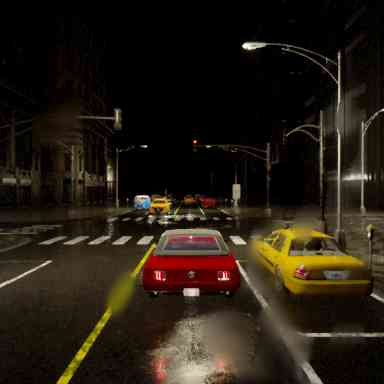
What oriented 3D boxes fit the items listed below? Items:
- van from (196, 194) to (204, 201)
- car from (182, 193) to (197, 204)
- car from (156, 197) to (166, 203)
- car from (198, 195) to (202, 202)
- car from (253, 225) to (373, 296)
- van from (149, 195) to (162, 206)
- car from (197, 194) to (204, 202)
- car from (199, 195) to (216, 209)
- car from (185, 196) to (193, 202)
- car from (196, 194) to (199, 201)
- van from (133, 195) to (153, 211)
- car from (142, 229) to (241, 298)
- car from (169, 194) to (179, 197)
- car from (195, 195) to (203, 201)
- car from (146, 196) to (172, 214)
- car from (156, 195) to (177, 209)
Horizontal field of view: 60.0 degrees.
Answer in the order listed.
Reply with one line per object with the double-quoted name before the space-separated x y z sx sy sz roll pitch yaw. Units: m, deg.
"van" 2.031 1.399 85.157 1.690 1.788 3.998 0 0 -1
"car" -0.566 1.516 65.750 1.882 1.535 5.008 0 0 -1
"car" -6.366 1.623 68.523 1.802 1.307 4.206 0 0 0
"car" 2.329 1.569 52.005 1.887 1.381 4.507 0 0 0
"car" 2.700 1.526 8.558 1.752 1.417 4.829 0 0 -1
"van" -6.272 1.371 57.473 1.690 1.788 3.998 0 0 0
"car" 2.280 1.574 57.530 1.887 1.381 4.507 0 0 0
"car" 2.379 1.564 46.480 1.887 1.381 4.507 0 0 0
"car" -0.658 1.494 76.199 1.895 1.301 4.718 0 0 -1
"car" 2.228 1.561 63.225 1.752 1.417 4.829 0 0 -1
"van" -6.129 1.356 40.899 1.690 1.788 3.998 0 0 -1
"car" -0.008 1.602 8.495 1.895 1.301 4.718 0 0 0
"car" -3.566 1.532 56.542 1.837 1.490 4.892 0 0 0
"car" 1.983 1.614 90.682 2.008 1.369 4.403 0 0 -1
"car" -3.394 1.489 35.259 1.882 1.535 5.008 0 0 -2
"car" -3.483 1.510 45.146 2.128 1.511 4.902 0 0 -1
